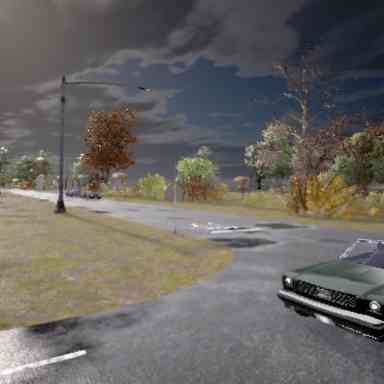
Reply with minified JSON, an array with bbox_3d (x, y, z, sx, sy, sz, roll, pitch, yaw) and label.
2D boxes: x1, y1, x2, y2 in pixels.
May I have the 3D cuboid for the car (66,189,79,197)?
[{"bbox_3d":[-20.245,0.173,57.304,1.812,1.442,4.674,1,1,-34],"label":"car"}]

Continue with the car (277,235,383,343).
[{"bbox_3d":[3.822,1.555,6.216,4.718,1.301,1.895,-1,2,-33],"label":"car"}]

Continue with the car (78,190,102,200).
[{"bbox_3d":[-14.938,0.478,49.350,1.895,1.301,4.718,1,1,-34],"label":"car"}]
